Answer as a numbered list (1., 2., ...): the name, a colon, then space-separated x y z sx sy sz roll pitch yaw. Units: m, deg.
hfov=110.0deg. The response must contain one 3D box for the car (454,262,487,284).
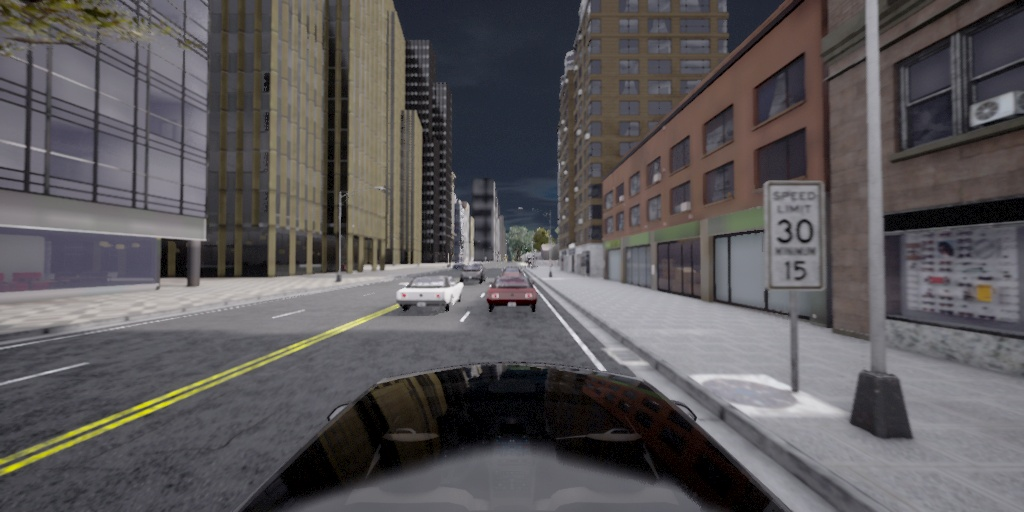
1. car: -3.229 1.515 30.378 2.128 1.511 4.902 0 0 0

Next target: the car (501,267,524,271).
1. car: 0.020 1.586 30.327 1.994 1.385 4.181 0 0 0

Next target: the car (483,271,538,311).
1. car: 0.015 1.481 15.117 1.895 1.301 4.718 0 -1 0

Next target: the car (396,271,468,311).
1. car: -3.234 1.482 15.125 1.895 1.301 4.718 0 -1 0
